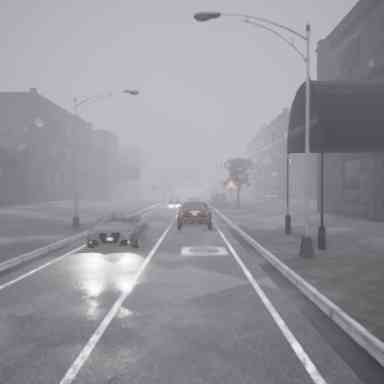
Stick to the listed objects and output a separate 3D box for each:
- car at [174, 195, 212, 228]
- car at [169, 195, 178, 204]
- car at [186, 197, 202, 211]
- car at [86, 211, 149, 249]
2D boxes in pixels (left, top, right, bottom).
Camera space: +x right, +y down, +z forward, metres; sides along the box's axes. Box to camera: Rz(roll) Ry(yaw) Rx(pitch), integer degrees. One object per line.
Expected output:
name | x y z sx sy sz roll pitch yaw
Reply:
car | 0.170 1.314 21.728 2.097 1.767 4.553 0 0 0
car | -2.865 1.276 56.303 2.128 1.511 4.902 0 0 1
car | 0.231 1.377 40.280 1.837 1.490 4.892 0 1 0
car | -3.054 1.547 14.332 1.994 1.385 4.181 0 0 0
